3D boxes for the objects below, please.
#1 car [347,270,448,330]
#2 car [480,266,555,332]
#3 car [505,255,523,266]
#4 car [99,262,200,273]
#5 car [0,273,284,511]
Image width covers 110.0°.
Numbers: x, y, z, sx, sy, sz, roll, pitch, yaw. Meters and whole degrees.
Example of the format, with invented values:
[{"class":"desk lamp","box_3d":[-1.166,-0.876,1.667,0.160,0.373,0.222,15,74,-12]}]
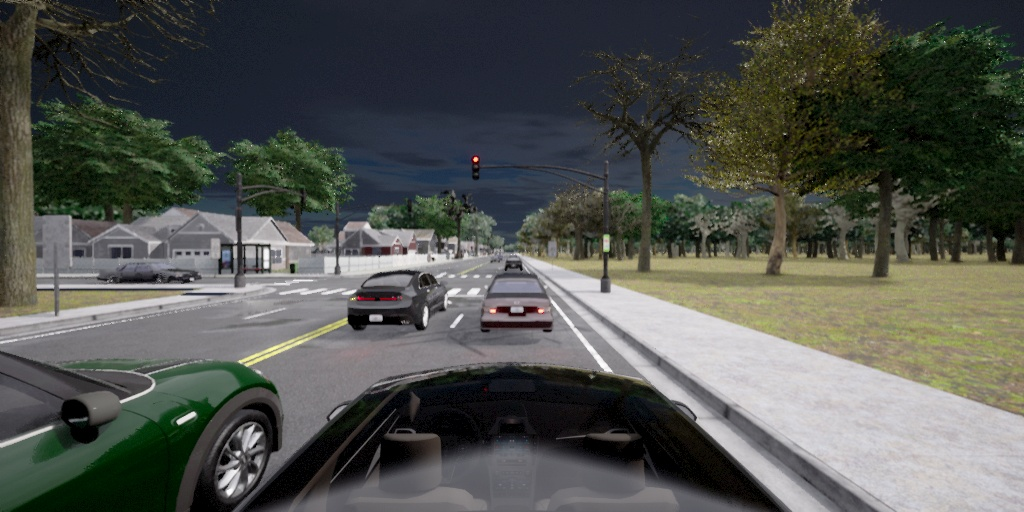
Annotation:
[{"class":"car","box_3d":[-3.138,1.160,10.678,1.837,1.490,4.892,0,1,0]},{"class":"car","box_3d":[0.118,1.205,10.425,2.033,1.411,5.357,0,1,0]},{"class":"car","box_3d":[0.183,0.811,40.505,1.882,1.535,5.008,0,1,0]},{"class":"car","box_3d":[-23.111,1.104,22.922,5.357,1.411,2.033,0,1,0]},{"class":"car","box_3d":[-3.150,1.105,1.430,2.097,1.767,4.553,0,1,0]}]
